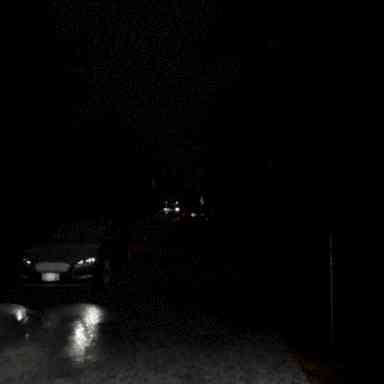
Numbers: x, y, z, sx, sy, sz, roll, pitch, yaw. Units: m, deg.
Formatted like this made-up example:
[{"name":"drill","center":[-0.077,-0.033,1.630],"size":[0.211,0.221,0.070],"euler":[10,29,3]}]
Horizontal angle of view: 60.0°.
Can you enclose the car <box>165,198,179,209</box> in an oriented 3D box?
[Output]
[{"name":"car","center":[-3.020,1.660,51.183],"size":[2.097,1.767,4.553],"euler":[0,-1,0]}]

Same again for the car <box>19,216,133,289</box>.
[{"name":"car","center":[-2.859,1.450,9.165],"size":[2.128,1.511,4.902],"euler":[0,0,0]}]

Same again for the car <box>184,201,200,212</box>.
[{"name":"car","center":[-0.030,1.753,41.641],"size":[1.895,1.301,4.718],"euler":[0,-1,0]}]

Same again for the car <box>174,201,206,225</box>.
[{"name":"car","center":[0.057,1.527,23.651],"size":[2.033,1.411,5.357],"euler":[0,0,0]}]
